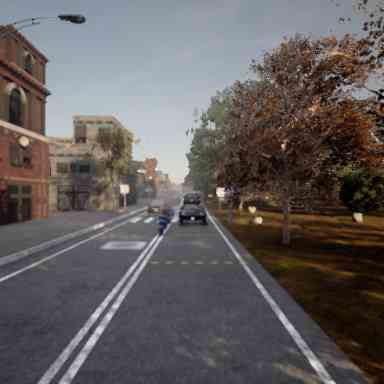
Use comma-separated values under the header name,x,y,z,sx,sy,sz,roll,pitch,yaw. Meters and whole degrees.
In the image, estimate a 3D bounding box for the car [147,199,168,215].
name,x,y,z,sx,sy,sz,roll,pitch,yaw
car,-3.430,1.483,34.097,1.812,1.442,4.674,0,0,0

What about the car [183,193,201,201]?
name,x,y,z,sx,sy,sz,roll,pitch,yaw
car,-0.038,1.150,43.519,2.150,2.045,5.566,0,0,0

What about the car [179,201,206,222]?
name,x,y,z,sx,sy,sz,roll,pitch,yaw
car,0.059,1.553,24.716,1.895,1.301,4.718,1,-1,0

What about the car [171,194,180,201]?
name,x,y,z,sx,sy,sz,roll,pitch,yaw
car,-3.745,1.295,75.177,2.128,1.511,4.902,0,0,-1
